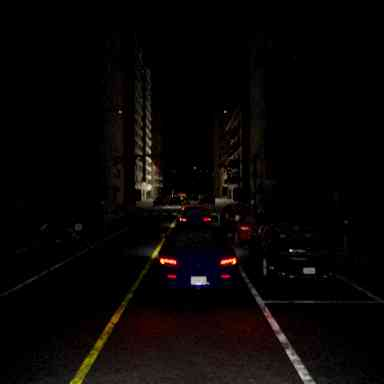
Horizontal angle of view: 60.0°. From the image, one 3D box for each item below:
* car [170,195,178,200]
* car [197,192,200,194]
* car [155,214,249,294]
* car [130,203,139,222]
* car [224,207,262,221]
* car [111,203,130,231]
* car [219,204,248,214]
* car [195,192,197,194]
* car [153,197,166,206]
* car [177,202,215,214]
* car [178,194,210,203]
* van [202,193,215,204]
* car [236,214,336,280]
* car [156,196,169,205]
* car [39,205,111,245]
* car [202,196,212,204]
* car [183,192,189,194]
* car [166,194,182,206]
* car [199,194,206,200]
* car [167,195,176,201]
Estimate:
[{"bbox_3d":[-5.067,1.506,93.138,1.947,1.339,4.313,0,0,0],"label":"car"},{"bbox_3d":[2.919,1.269,81.752,2.192,1.841,5.009,0,0,0],"label":"car"},{"bbox_3d":[0.121,1.522,8.641,1.812,1.442,4.674,0,0,0],"label":"car"},{"bbox_3d":[-5.302,1.539,26.284,2.008,1.369,4.403,0,0,0],"label":"car"},{"bbox_3d":[2.684,1.575,15.227,1.802,1.307,4.206,0,0,0],"label":"car"},{"bbox_3d":[-5.322,1.516,20.595,1.752,1.417,4.829,0,0,0],"label":"car"},{"bbox_3d":[2.704,1.431,20.746,1.967,1.590,4.097,0,0,0],"label":"car"},{"bbox_3d":[0.287,1.303,83.454,2.097,1.767,4.553,0,0,0],"label":"car"},{"bbox_3d":[-5.207,1.526,53.365,2.008,1.369,4.403,0,0,0],"label":"car"},{"bbox_3d":[0.162,1.518,18.641,1.812,1.442,4.674,0,0,0],"label":"car"},{"bbox_3d":[0.257,1.339,28.650,2.097,1.767,4.553,0,0,4],"label":"car"},{"bbox_3d":[2.818,1.316,53.345,1.690,1.788,3.998,0,0,0],"label":"van"},{"bbox_3d":[2.665,1.546,9.708,2.008,1.369,4.403,0,0,0],"label":"car"},{"bbox_3d":[-5.187,1.517,59.047,1.887,1.381,4.507,0,0,0],"label":"car"},{"bbox_3d":[-5.341,1.433,15.248,1.967,1.590,4.097,0,0,0],"label":"car"},{"bbox_3d":[2.858,1.551,64.708,1.802,1.307,4.206,0,0,0],"label":"car"},{"bbox_3d":[-2.468,1.167,82.053,2.150,2.045,5.566,0,0,0],"label":"car"},{"bbox_3d":[-2.655,1.453,53.363,1.882,1.535,5.008,0,0,0],"label":"car"},{"bbox_3d":[2.958,1.380,93.114,1.967,1.590,4.097,0,0,0],"label":"car"},{"bbox_3d":[-5.107,1.519,81.774,1.947,1.339,4.313,0,0,0],"label":"car"}]
